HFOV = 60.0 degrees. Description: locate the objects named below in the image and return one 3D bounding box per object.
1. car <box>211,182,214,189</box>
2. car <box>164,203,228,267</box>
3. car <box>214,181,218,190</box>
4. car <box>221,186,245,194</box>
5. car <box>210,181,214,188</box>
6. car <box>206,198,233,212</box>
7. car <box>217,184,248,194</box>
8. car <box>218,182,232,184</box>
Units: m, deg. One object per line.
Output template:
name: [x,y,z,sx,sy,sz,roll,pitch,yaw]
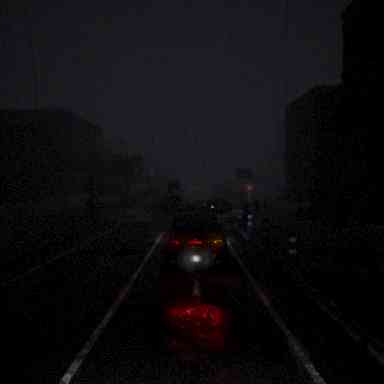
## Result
car: [8.051,-1.176,83.424,4.892,1.521,2.231,0,2,-1]
car: [0.107,1.401,11.160,1.837,1.490,4.892,0,3,0]
car: [8.193,-0.937,72.399,5.566,2.045,2.435,0,3,-1]
car: [8.227,-0.379,66.909,4.674,1.452,2.002,0,3,-1]
car: [7.990,-1.401,88.931,5.008,1.535,2.097,0,2,-1]
car: [2.365,1.179,29.767,1.994,1.385,4.181,0,1,19]
car: [8.068,-0.283,64.151,5.366,1.575,1.946,0,3,-1]
car: [8.162,-0.680,69.652,4.553,1.767,2.185,0,3,-1]
